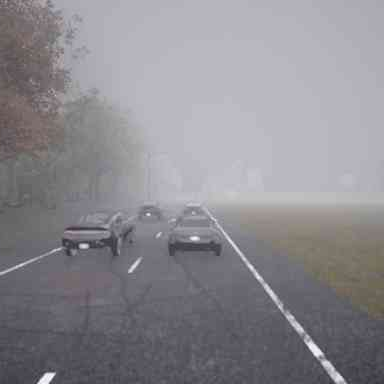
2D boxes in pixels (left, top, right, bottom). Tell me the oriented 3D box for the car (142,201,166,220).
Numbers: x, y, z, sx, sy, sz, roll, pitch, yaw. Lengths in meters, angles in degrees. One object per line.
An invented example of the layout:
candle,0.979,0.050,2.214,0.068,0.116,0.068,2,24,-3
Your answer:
car,-3.390,1.502,28.351,1.837,1.490,4.892,0,0,0

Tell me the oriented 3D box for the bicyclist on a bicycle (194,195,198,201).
bicyclist on a bicycle,1.006,1.449,77.818,0.582,1.620,1.656,0,0,0

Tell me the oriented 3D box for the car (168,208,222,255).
car,0.102,1.562,13.407,1.994,1.385,4.181,0,0,0

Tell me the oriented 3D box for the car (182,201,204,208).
car,0.112,1.523,29.242,1.812,1.442,4.674,0,0,0

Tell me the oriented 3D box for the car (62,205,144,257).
car,-3.398,1.491,12.908,2.128,1.511,4.902,0,0,0

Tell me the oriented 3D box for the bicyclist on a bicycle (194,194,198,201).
bicyclist on a bicycle,1.006,1.435,86.817,0.866,1.612,1.509,0,0,0
